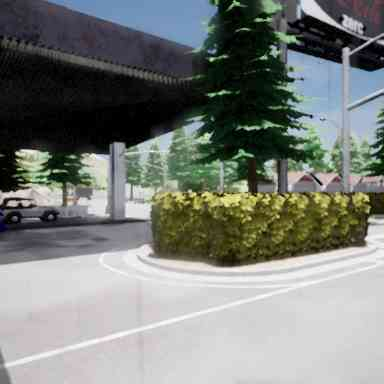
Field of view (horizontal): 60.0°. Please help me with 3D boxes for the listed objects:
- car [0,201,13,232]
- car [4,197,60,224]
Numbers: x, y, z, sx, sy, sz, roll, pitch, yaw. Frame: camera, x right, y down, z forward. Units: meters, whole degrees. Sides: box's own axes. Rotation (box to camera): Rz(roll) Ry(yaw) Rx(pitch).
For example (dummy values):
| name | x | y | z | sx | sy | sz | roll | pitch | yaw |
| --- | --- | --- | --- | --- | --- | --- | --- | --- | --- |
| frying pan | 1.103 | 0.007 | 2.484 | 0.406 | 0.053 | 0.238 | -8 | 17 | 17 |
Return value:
| name | x | y | z | sx | sy | sz | roll | pitch | yaw |
| --- | --- | --- | --- | --- | --- | --- | --- | --- | --- |
| car | -11.845 | 1.481 | 16.582 | 4.611 | 1.667 | 2.242 | 0 | 0 | -36 |
| car | -11.647 | 1.296 | 23.711 | 3.866 | 1.878 | 1.905 | 0 | 0 | -36 |
